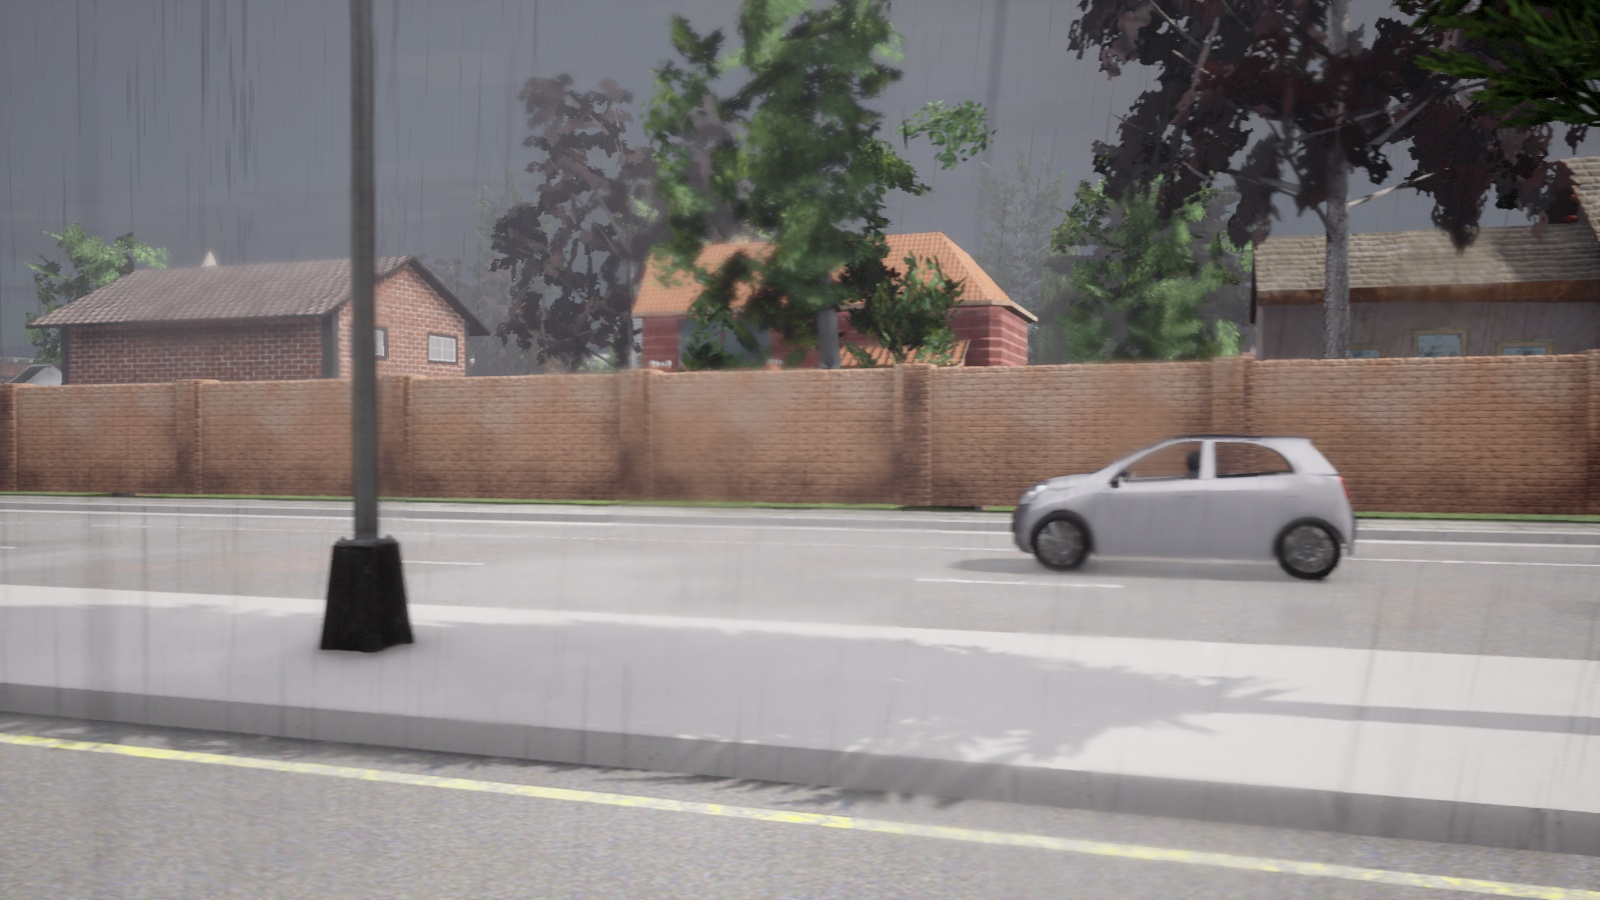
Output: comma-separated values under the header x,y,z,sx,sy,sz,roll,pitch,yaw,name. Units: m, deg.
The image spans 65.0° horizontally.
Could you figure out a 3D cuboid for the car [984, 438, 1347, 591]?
x,y,z,sx,sy,sz,roll,pitch,yaw,name
4.020,0.632,13.973,3.633,1.501,1.845,1,1,19,car
